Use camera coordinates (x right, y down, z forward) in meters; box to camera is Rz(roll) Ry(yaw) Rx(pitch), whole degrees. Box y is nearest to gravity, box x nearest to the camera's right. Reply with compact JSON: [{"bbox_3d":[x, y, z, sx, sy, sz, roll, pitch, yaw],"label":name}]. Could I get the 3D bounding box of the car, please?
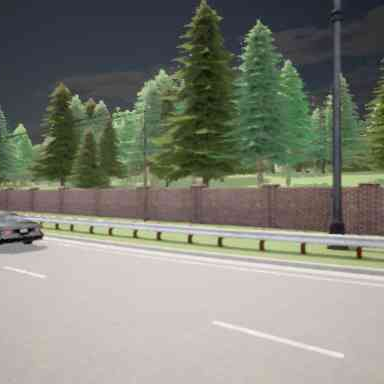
[{"bbox_3d":[-8.604,1.557,14.420,5.357,1.411,2.033,0,0,35],"label":"car"}]
